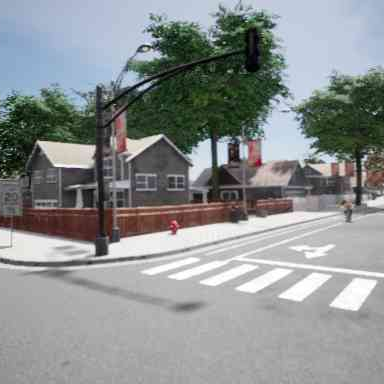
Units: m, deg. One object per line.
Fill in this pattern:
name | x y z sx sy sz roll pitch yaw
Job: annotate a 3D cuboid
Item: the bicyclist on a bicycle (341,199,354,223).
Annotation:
bicyclist on a bicycle | 11.024 1.330 23.494 0.866 1.612 1.509 -1 0 36
